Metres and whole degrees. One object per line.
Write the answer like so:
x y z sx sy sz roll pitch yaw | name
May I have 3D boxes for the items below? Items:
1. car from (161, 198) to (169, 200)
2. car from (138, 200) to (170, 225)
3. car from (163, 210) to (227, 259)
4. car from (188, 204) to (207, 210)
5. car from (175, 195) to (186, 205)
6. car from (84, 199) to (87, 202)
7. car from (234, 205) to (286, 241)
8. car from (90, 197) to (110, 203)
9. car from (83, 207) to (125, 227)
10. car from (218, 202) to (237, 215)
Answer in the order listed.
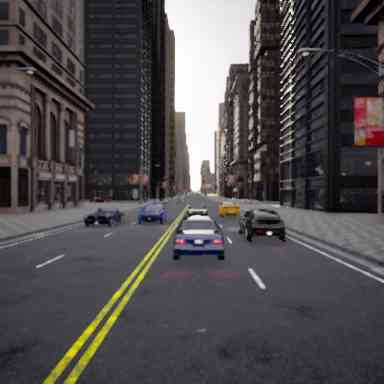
-5.584 1.924 67.967 2.128 1.511 4.902 0 0 1 | car
-3.003 1.661 26.250 1.882 1.535 5.008 0 0 1 | car
0.252 1.645 13.042 2.033 1.411 5.357 0 0 1 | car
0.510 1.832 31.415 1.895 1.301 4.718 0 0 1 | car
-2.315 1.817 69.158 1.837 1.490 4.892 0 0 1 | car
-27.174 1.833 78.466 4.829 1.417 1.752 1 0 0 | car
3.572 1.645 17.579 1.837 1.490 4.892 0 -1 1 | car
-21.720 1.912 78.423 4.507 1.381 1.887 1 0 0 | car
-6.283 1.759 24.119 1.895 1.301 4.718 0 0 1 | car
3.803 1.740 34.301 1.882 1.535 5.008 0 0 1 | car
